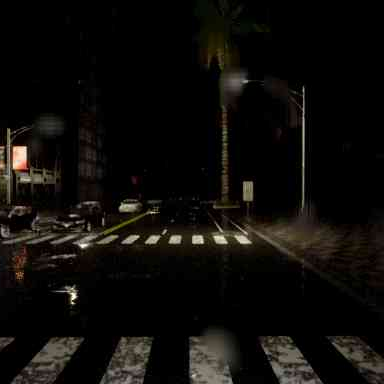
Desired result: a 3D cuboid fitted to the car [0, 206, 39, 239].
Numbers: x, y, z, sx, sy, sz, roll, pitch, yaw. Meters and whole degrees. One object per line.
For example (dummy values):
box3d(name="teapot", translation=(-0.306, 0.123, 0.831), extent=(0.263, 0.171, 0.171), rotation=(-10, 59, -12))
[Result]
box3d(name="car", translation=(-9.776, 1.494, 17.343), extent=(2.128, 1.511, 4.902), rotation=(0, 0, 0))

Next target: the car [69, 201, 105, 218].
box3d(name="car", translation=(-9.718, 1.610, 31.250), extent=(1.895, 1.301, 4.718), rotation=(0, 0, 0))

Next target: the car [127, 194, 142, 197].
box3d(name="car", translation=(-9.536, 1.268, 55.789), extent=(2.150, 2.045, 5.566), rotation=(0, -1, 1))

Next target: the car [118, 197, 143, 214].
box3d(name="car", translation=(-6.449, 1.538, 35.390), extent=(1.812, 1.442, 4.674), rotation=(0, 0, 0))

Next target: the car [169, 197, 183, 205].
box3d(name="car", translation=(-2.920, 1.610, 57.693), extent=(1.994, 1.385, 4.181), rotation=(0, 0, 1))

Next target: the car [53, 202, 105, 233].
box3d(name="car", translation=(-6.517, 1.508, 19.725), extent=(1.837, 1.490, 4.892), rotation=(0, 0, 0))

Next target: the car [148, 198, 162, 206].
box3d(name="car", translation=(-6.280, 1.644, 56.276), extent=(1.895, 1.301, 4.718), rotation=(0, 0, 1))

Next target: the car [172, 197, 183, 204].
box3d(name="car", translation=(-2.878, 1.633, 67.651), extent=(1.994, 1.385, 4.181), rotation=(0, 0, 0))

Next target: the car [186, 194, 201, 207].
box3d(name="car", translation=(0.223, 1.259, 53.399), extent=(2.150, 2.045, 5.566), rotation=(0, 0, 0))
